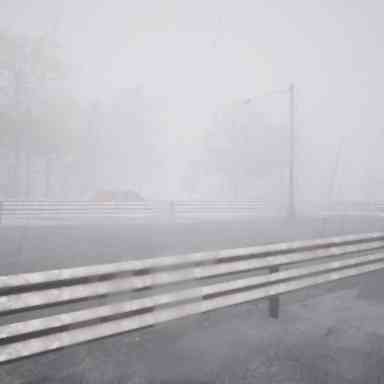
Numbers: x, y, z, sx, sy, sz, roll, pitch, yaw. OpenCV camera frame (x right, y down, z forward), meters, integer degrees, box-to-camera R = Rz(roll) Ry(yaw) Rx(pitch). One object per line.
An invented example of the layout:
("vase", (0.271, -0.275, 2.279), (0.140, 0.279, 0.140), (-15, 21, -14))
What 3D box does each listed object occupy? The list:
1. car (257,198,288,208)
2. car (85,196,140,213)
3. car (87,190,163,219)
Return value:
("car", (9.966, 1.473, 39.778), (4.674, 1.442, 1.812), (1, -1, -21))
("car", (-7.820, 1.185, 32.793), (5.008, 1.535, 1.882), (1, -1, -23))
("car", (-5.115, 0.881, 26.335), (5.566, 2.045, 2.150), (1, -1, -22))
